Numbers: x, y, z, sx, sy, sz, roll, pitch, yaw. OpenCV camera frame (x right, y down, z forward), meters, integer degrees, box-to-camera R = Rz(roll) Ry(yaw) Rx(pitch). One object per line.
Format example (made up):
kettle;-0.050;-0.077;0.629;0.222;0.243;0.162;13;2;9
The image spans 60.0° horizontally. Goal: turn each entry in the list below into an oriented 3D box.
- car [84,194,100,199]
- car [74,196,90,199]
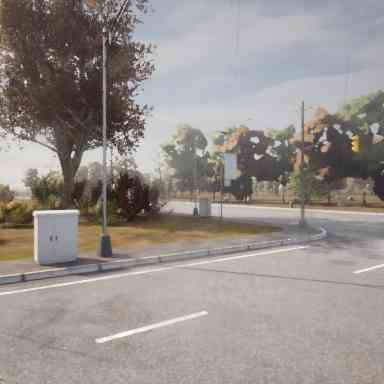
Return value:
car;-26.301;1.253;87.664;4.718;1.301;1.895;1;0;41
car;-28.461;1.007;84.889;4.553;1.767;2.097;1;0;41
